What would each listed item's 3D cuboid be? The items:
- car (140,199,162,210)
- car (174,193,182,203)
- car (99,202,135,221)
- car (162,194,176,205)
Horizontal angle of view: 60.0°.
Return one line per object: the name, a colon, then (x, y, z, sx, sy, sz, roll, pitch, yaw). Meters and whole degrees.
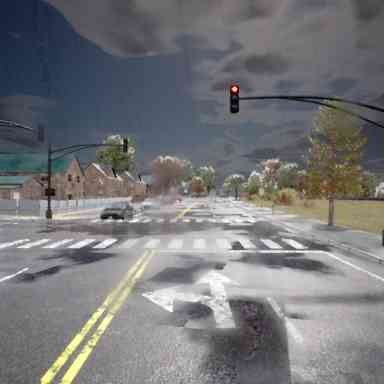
car: (-5.504, 1.600, 43.297, 1.812, 1.442, 4.674, 0, 0, 3)
car: (-3.473, 1.313, 75.297, 2.150, 2.045, 5.566, 0, 0, 5)
car: (-6.097, 1.582, 27.818, 2.033, 1.411, 5.357, 0, 0, 2)
car: (-4.510, 1.644, 61.090, 1.812, 1.442, 4.674, 0, 0, 4)
